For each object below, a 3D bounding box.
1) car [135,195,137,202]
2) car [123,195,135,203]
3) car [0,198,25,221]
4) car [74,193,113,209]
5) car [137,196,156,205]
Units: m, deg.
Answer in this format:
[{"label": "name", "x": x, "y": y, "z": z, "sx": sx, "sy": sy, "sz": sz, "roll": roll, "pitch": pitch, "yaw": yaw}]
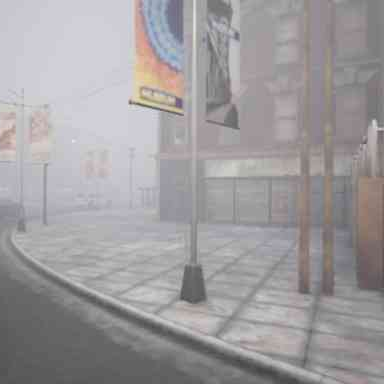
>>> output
[{"label": "car", "x": -9.153, "y": 1.509, "z": 68.077, "sx": 1.994, "sy": 1.385, "sz": 4.181, "roll": 0, "pitch": 0, "yaw": 24}, {"label": "car", "x": -12.363, "y": 1.408, "z": 69.471, "sx": 1.882, "sy": 1.535, "sz": 5.008, "roll": 0, "pitch": 0, "yaw": 24}, {"label": "car", "x": -14.765, "y": 1.249, "z": 25.737, "sx": 2.097, "sy": 1.767, "sz": 4.553, "roll": 1, "pitch": 0, "yaw": -6}, {"label": "car", "x": -12.890, "y": 1.155, "z": 43.718, "sx": 2.150, "sy": 2.045, "sz": 5.566, "roll": 0, "pitch": 0, "yaw": 27}, {"label": "car", "x": -6.929, "y": 1.507, "z": 57.693, "sx": 1.837, "sy": 1.490, "sz": 4.892, "roll": 0, "pitch": 0, "yaw": 28}]
